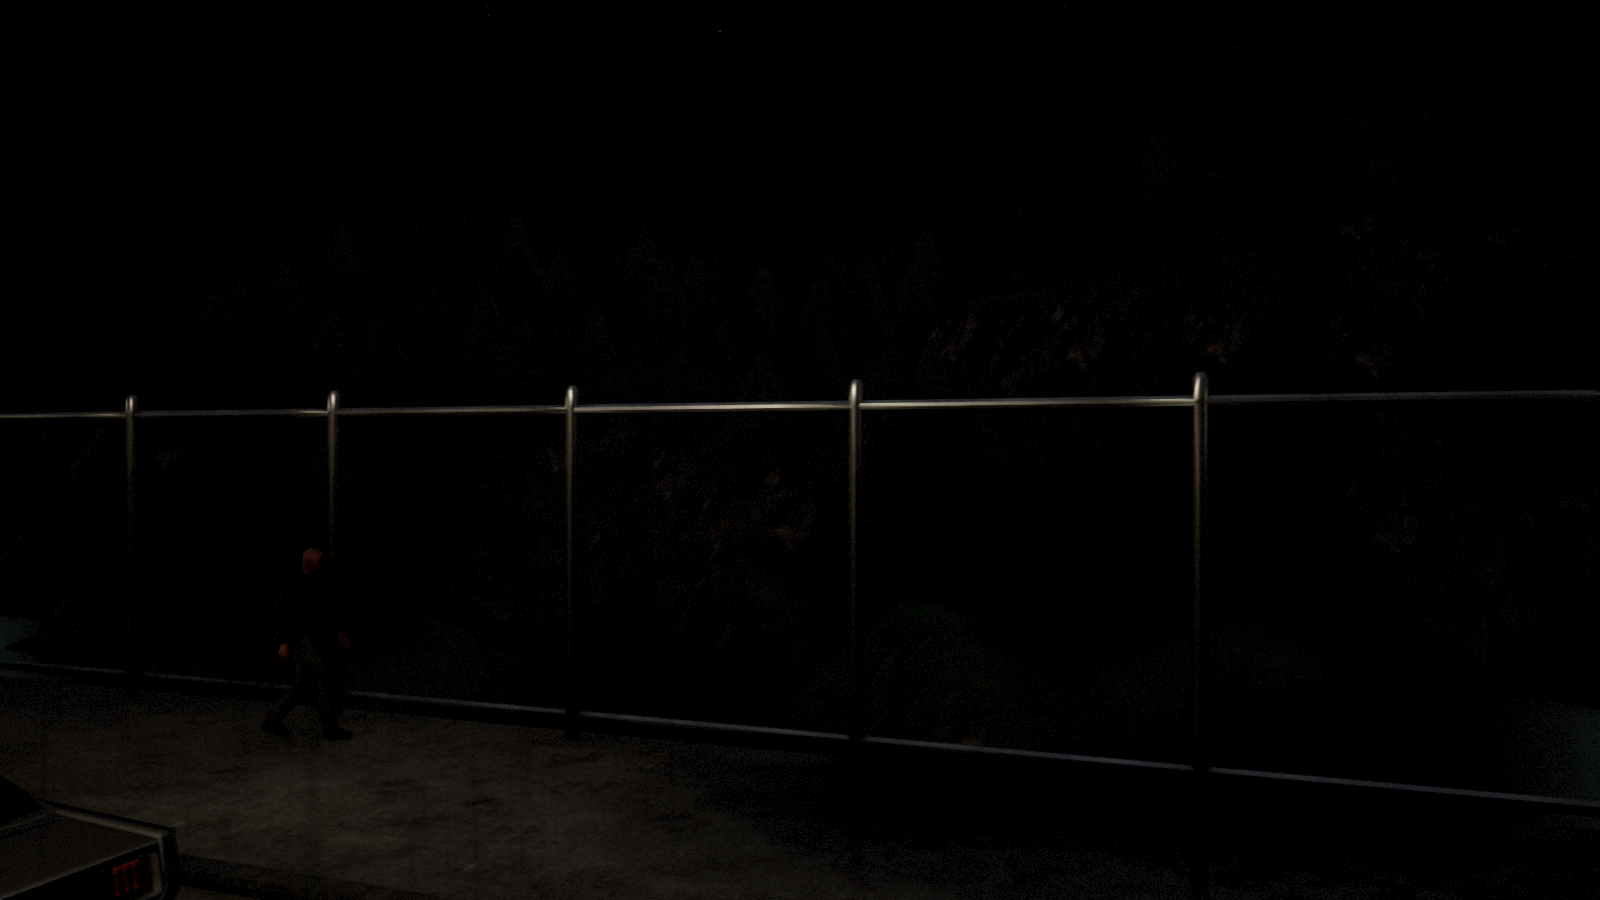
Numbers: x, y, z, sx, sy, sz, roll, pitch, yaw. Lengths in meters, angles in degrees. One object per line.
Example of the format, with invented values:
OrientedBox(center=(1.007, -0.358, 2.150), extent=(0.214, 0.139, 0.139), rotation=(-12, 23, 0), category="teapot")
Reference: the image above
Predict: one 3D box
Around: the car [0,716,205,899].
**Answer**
OrientedBox(center=(-5.625, 2.150, 5.834), extent=(4.718, 1.301, 1.895), rotation=(0, 0, 20), category="car")

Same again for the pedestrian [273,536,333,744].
OrientedBox(center=(-4.599, 1.740, 10.586), extent=(0.375, 1.860, 0.375), rotation=(0, 0, 6), category="pedestrian")
